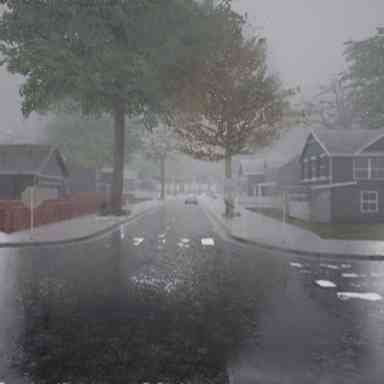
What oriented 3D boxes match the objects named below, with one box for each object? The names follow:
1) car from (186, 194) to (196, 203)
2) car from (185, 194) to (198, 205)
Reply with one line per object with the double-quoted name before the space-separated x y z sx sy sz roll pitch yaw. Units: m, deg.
"car" -0.166 1.186 62.260 1.812 1.442 4.674 0 0 0
"car" -0.139 1.280 52.254 1.994 1.385 4.181 0 0 0
